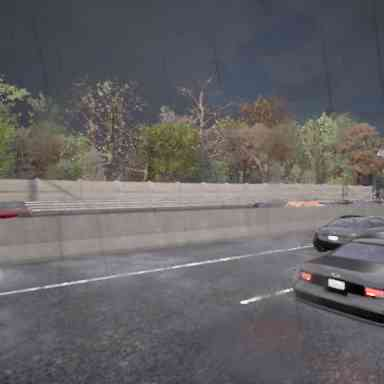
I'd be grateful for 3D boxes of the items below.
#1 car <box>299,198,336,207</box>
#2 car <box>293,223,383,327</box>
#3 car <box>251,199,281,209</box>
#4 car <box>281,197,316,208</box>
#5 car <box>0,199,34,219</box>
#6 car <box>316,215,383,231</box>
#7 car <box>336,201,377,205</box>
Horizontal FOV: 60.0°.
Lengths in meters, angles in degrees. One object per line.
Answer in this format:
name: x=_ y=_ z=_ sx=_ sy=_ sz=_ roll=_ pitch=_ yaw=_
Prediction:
car: x=13.930 y=1.625 z=35.405 sx=4.718 sy=1.301 sz=1.895 roll=0 pitch=0 yaw=-35
car: x=4.398 y=1.550 z=6.879 sx=5.357 sy=1.411 sz=2.033 roll=0 pitch=0 yaw=-35
car: x=9.740 y=1.571 z=41.012 sx=5.357 sy=1.411 sz=2.033 roll=0 pitch=0 yaw=-35
car: x=13.077 y=1.378 z=39.089 sx=4.553 sy=1.767 sz=2.097 roll=0 pitch=0 yaw=-35
car: x=-12.487 y=1.353 z=20.874 sx=4.553 sy=1.767 sz=2.097 roll=0 pitch=0 yaw=-35
car: x=6.524 y=1.569 z=12.694 sx=4.181 sy=1.385 sz=1.994 roll=0 pitch=0 yaw=-35
car: x=17.144 y=1.573 z=33.400 sx=5.357 sy=1.411 sz=2.033 roll=0 pitch=0 yaw=-35
